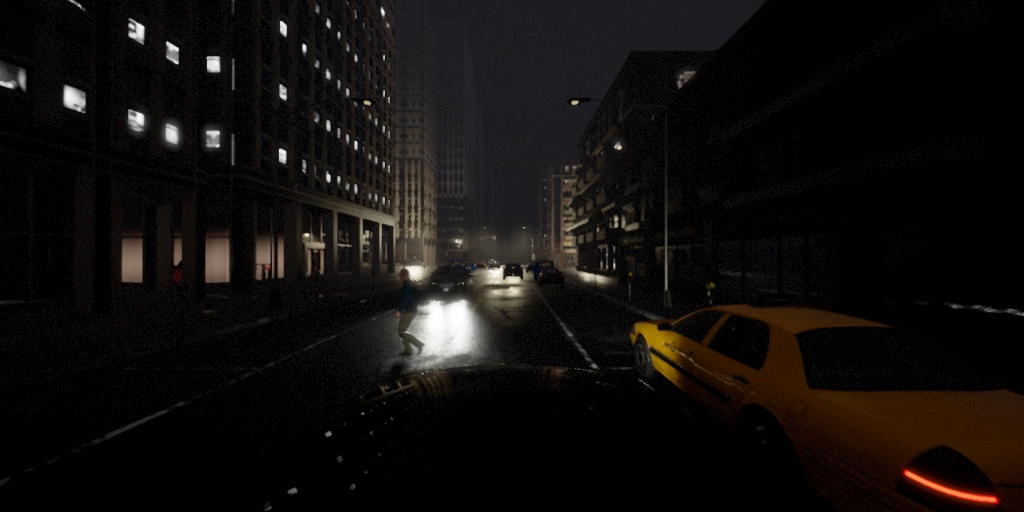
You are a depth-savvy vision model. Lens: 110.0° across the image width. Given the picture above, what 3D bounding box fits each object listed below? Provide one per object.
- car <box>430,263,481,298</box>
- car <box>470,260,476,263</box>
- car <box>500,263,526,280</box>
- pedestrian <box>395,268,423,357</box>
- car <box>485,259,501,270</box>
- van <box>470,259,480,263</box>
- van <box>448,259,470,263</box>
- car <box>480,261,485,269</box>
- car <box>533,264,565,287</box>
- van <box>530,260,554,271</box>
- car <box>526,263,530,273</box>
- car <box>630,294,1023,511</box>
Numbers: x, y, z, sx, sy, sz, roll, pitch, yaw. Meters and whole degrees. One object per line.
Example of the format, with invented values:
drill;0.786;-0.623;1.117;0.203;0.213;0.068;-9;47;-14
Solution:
car;-3.093;1.333;19.348;2.128;1.511;4.902;0;0;0
car;-5.672;1.516;42.129;2.007;1.370;4.403;0;0;0
car;0.108;1.427;34.114;1.837;1.490;4.892;0;0;0
pedestrian;-2.064;1.072;7.163;0.375;1.860;0.375;0;0;-2
car;-2.973;1.609;62.193;2.128;1.511;4.902;0;0;0
van;-5.669;1.338;47.778;1.690;1.789;3.998;0;0;0
van;-5.675;1.275;36.481;1.690;1.789;3.998;0;0;0
car;-5.662;1.535;64.723;1.967;1.591;4.097;0;0;0
car;2.701;1.454;25.180;1.802;1.307;4.207;0;0;0
van;2.703;1.244;30.828;1.690;1.789;3.998;0;0;0
car;2.711;1.548;47.773;2.007;1.370;4.403;0;0;0
car;3.001;1.219;4.345;1.801;1.575;5.366;0;0;0
